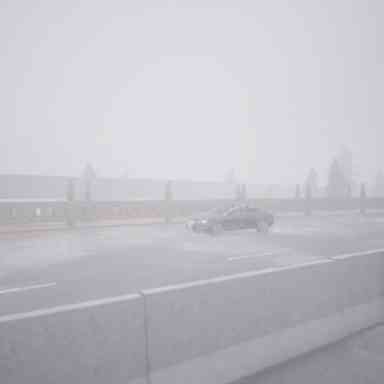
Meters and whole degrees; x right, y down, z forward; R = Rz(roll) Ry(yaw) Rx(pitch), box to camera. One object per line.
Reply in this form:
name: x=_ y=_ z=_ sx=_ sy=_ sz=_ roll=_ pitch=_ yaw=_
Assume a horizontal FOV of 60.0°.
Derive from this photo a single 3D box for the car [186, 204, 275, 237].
car: x=2.050 y=1.381 z=17.235 sx=4.902 sy=1.511 sz=2.128 roll=0 pitch=0 yaw=-29
